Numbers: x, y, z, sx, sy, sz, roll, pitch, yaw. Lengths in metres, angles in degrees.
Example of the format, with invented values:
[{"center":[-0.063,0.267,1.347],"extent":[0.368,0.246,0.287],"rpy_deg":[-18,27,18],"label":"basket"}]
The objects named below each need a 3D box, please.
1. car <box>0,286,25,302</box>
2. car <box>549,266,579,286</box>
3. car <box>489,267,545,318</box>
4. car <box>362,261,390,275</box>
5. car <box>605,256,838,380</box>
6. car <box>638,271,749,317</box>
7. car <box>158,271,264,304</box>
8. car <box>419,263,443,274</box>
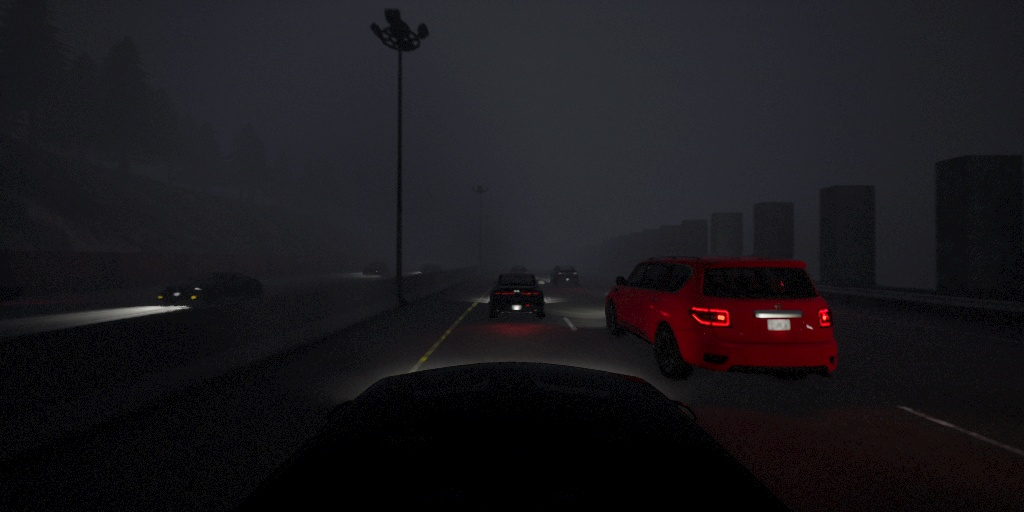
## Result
[{"center":[-21.031,1.404,12.469],"extent":[1.895,1.301,4.718],"rpy_deg":[0,-1,1],"label":"car"},{"center":[4.010,1.479,27.886],"extent":[2.128,1.511,4.902],"rpy_deg":[0,0,1],"label":"car"},{"center":[0.190,1.361,13.620],"extent":[1.837,1.490,4.892],"rpy_deg":[0,0,1],"label":"car"},{"center":[-16.878,1.445,44.745],"extent":[2.097,1.767,4.553],"rpy_deg":[0,0,1],"label":"car"},{"center":[3.611,1.031,7.510],"extent":[2.150,2.045,5.566],"rpy_deg":[0,0,0],"label":"car"},{"center":[7.206,1.428,15.053],"extent":[2.033,1.411,5.357],"rpy_deg":[0,0,1],"label":"car"},{"center":[-13.951,1.420,16.946],"extent":[1.994,1.385,4.181],"rpy_deg":[0,-1,1],"label":"car"},{"center":[-9.878,1.674,44.897],"extent":[1.994,1.385,4.181],"rpy_deg":[0,-1,1],"label":"car"}]
